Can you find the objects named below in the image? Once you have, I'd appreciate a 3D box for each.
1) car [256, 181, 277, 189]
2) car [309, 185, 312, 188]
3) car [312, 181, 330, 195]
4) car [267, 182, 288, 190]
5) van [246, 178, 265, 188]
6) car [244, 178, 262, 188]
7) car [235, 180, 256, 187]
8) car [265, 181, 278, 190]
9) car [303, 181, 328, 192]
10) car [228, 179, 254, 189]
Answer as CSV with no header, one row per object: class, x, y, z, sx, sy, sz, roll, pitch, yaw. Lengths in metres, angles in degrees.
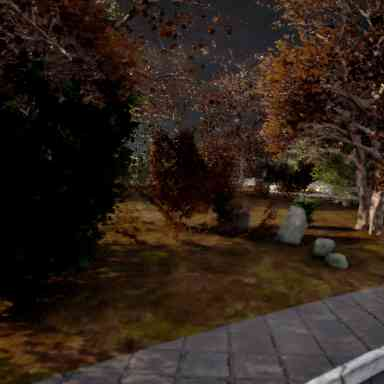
car,16.266,-1.544,72.504,4.792,1.488,2.163,0,4,-45
car,18.856,-0.429,51.661,5.366,1.575,1.946,0,4,-45
car,20.719,-0.472,49.582,5.566,2.045,2.435,0,4,-45
car,18.130,-1.361,70.644,4.792,1.488,2.163,0,4,-45
van,14.239,-1.985,74.335,1.878,1.987,4.442,5,4,44
car,10.671,-1.257,59.307,5.366,1.575,1.946,0,4,-45
car,12.340,-1.944,76.389,5.008,1.535,2.097,0,3,-45
car,14.675,-0.841,55.310,5.366,1.575,1.946,0,4,-45
car,24.099,-1.026,64.688,5.566,2.045,2.435,0,4,-45
car,9.060,-1.446,61.438,5.366,1.575,1.946,0,4,-45
